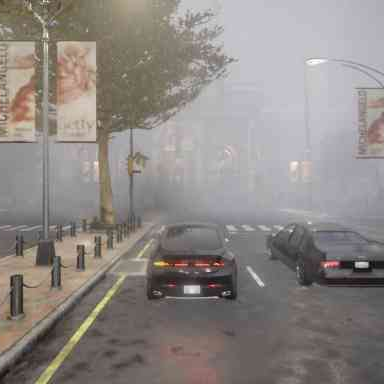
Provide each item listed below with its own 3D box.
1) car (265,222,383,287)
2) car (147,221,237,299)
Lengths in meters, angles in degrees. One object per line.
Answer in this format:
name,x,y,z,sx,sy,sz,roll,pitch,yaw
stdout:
car,3.494,1.547,9.363,2.033,1.411,5.357,0,0,0
car,-0.004,1.505,8.399,1.837,1.490,4.892,0,0,0
